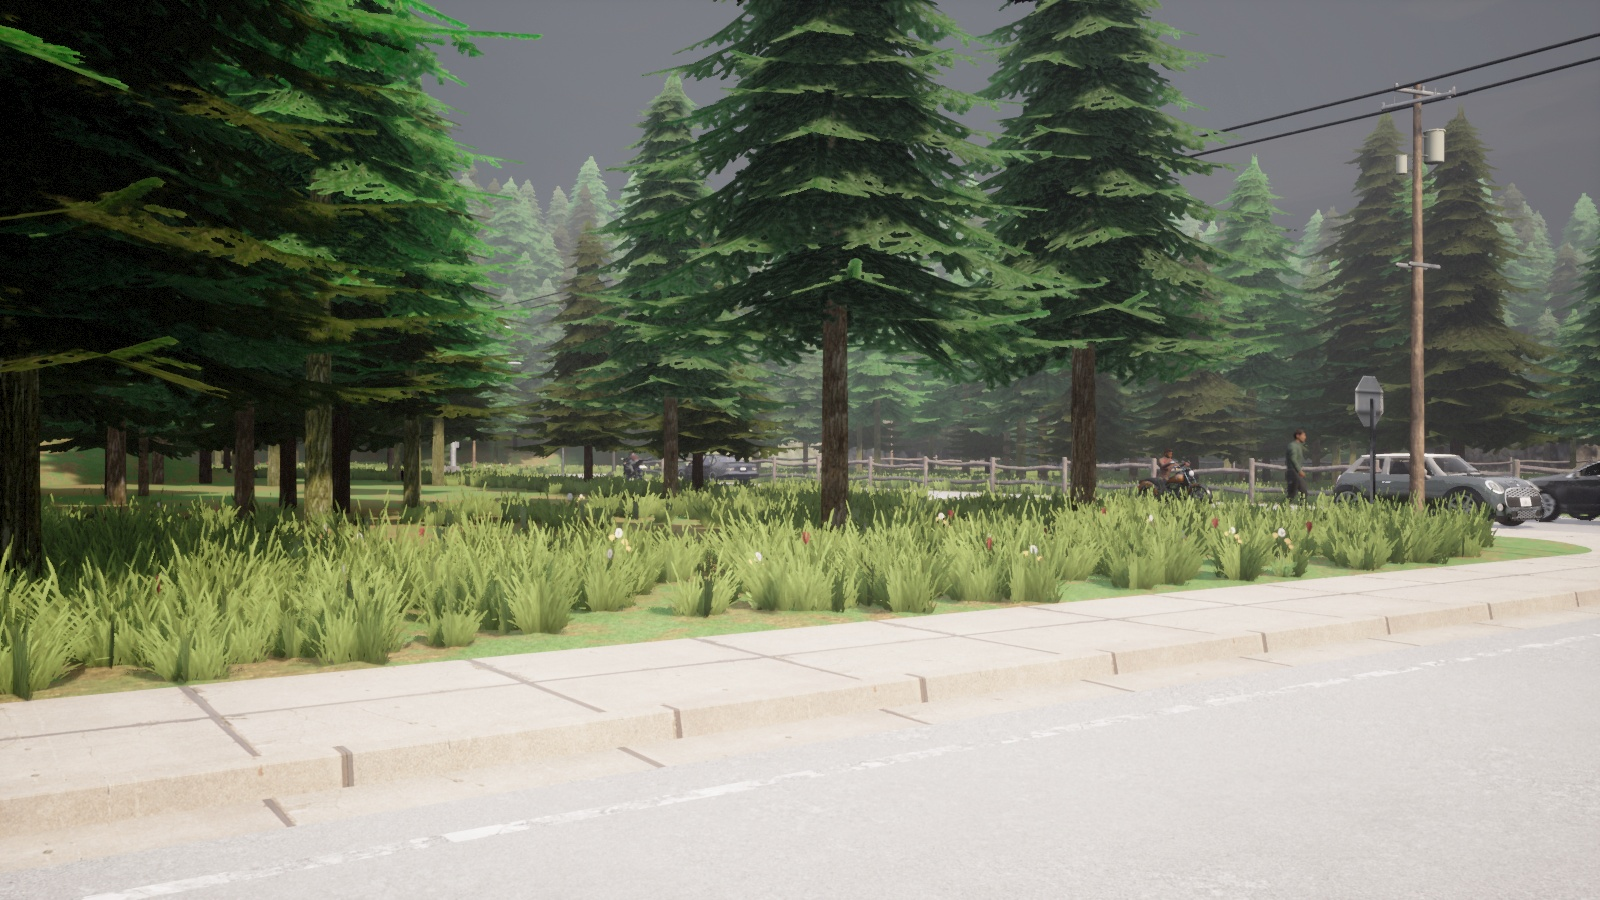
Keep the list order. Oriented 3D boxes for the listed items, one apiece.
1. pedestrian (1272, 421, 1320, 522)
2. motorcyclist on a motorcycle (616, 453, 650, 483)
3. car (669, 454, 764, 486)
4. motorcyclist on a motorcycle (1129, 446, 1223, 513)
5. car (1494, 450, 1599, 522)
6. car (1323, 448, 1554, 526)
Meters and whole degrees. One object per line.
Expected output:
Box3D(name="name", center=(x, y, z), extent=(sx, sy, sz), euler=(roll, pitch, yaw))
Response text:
Box3D(name="pedestrian", center=(9.738, 0.410, 24.645), extent=(0.788, 1.949, 0.423), euler=(0, 0, 36))
Box3D(name="motorcyclist on a motorcycle", center=(-8.716, 0.932, 65.586), extent=(0.866, 1.530, 2.191), euler=(0, 0, -35))
Box3D(name="car", center=(-3.941, 0.917, 58.466), extent=(2.033, 1.411, 5.357), euler=(0, 0, -34))
Box3D(name="motorcyclist on a motorcycle", center=(9.510, 0.718, 31.862), extent=(0.766, 1.649, 2.350), euler=(0, 0, -32))
Box3D(name="car", center=(17.332, 0.742, 26.042), extent=(1.837, 1.490, 4.892), euler=(0, 0, -31))
Box3D(name="car", center=(13.154, 0.711, 26.059), extent=(1.970, 1.475, 3.806), euler=(0, 0, -32))
